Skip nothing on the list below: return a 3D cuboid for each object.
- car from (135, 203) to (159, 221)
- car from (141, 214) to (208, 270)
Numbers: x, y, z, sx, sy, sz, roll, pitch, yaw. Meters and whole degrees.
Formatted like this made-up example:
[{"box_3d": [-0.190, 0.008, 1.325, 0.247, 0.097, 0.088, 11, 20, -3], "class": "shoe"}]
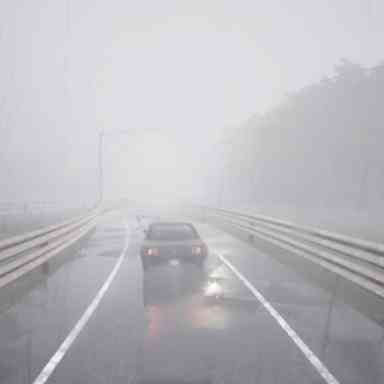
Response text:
[{"box_3d": [-3.938, 1.678, 29.030, 1.812, 1.442, 4.674, 0, 0, -11], "class": "car"}, {"box_3d": [-0.727, 1.670, 11.376, 1.895, 1.301, 4.718, 0, 0, -6], "class": "car"}]
